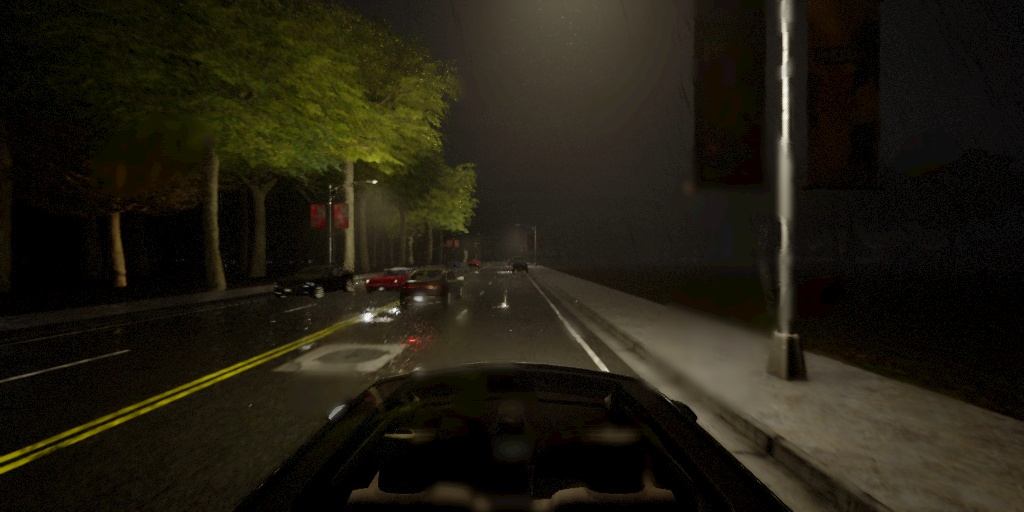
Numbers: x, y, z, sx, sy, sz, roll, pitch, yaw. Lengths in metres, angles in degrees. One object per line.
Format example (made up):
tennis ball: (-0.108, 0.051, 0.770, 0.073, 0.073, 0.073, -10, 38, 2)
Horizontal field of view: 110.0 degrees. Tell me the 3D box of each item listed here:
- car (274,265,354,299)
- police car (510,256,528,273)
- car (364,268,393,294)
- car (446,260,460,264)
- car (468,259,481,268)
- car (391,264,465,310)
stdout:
car: (-9.849, 1.234, 18.250, 1.882, 1.535, 5.008, 0, 0, 0)
police car: (0.975, 1.212, 44.785, 1.930, 1.638, 5.238, 0, 0, 0)
car: (-6.599, 1.359, 20.314, 1.895, 1.301, 4.718, 0, 0, 0)
car: (-9.795, 1.336, 59.647, 1.812, 1.442, 4.674, 0, 0, 1)
car: (-6.528, 1.294, 62.232, 1.882, 1.535, 5.008, 0, 0, 1)
car: (-3.150, 1.259, 14.737, 1.837, 1.490, 4.892, 0, 0, 0)
